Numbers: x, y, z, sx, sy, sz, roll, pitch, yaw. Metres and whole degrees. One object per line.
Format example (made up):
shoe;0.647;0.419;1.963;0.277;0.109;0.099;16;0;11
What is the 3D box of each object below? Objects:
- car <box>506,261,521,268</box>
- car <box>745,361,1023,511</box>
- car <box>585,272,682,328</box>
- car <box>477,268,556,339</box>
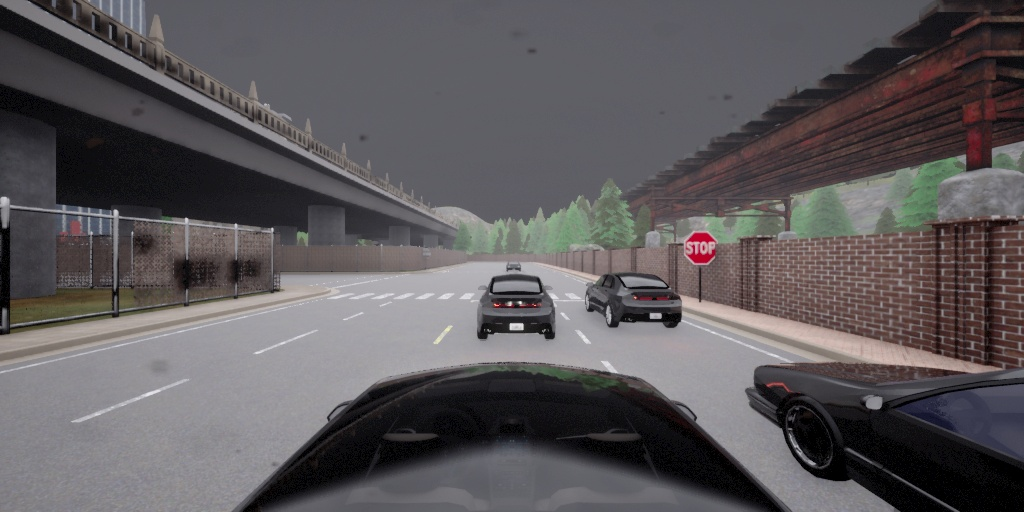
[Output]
car;0.196;1.351;46.310;1.895;1.301;4.718;0;0;-1
car;3.600;1.297;1.640;2.033;1.411;5.357;0;0;0
car;3.603;1.255;11.386;1.837;1.490;4.892;0;0;0
car;0.101;1.255;10.028;1.837;1.490;4.892;0;0;0
